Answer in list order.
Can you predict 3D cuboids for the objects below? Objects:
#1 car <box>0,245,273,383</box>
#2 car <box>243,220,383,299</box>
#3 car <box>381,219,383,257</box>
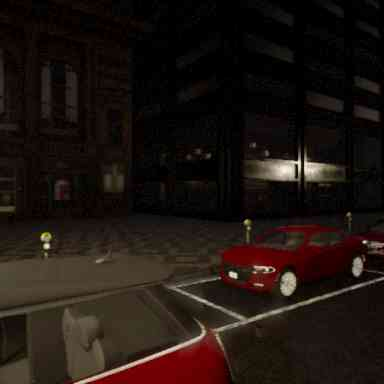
[{"bbox_3d":[-1.866,1.353,2.046,4.553,1.767,2.097,0,0,-36],"label":"car"},{"bbox_3d":[2.718,1.544,8.479,4.507,1.381,1.887,0,0,-36],"label":"car"},{"bbox_3d":[7.306,1.579,11.758,4.206,1.307,1.802,0,0,-36],"label":"car"}]
